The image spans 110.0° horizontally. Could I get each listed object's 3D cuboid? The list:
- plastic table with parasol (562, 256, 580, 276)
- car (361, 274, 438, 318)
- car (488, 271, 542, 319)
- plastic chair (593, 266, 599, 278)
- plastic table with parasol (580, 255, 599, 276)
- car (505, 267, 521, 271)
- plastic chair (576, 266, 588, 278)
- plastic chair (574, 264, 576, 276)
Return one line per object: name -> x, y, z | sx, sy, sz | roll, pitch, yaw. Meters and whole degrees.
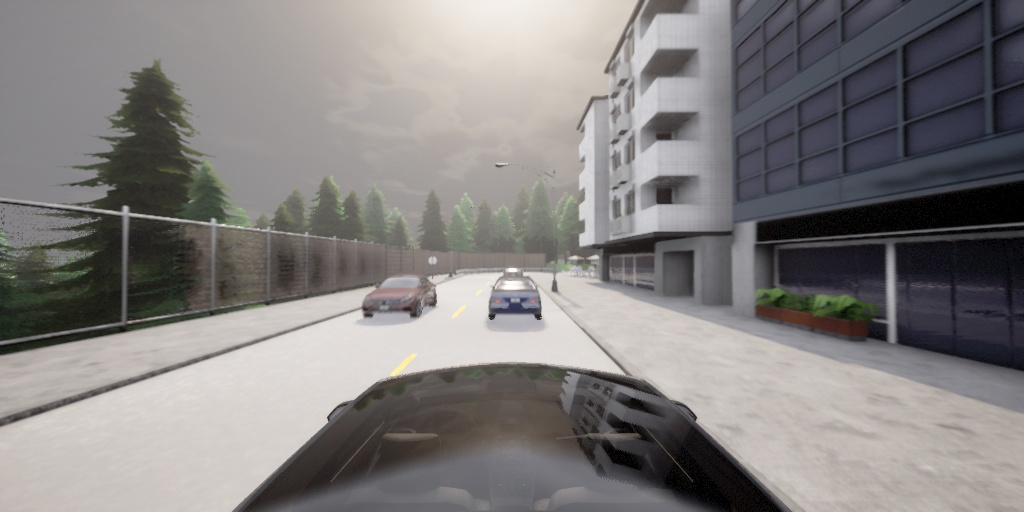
plastic table with parasol -> 7.789, 1.210, 43.913 | 2.482, 2.480, 2.482 | 0, 0, 0
car -> -4.097, 1.430, 13.820 | 1.812, 1.442, 4.674 | 0, -1, 0
car -> 0.102, 1.448, 13.597 | 2.033, 1.411, 5.357 | 0, -1, 0
plastic chair -> 9.261, 1.741, 38.174 | 0.750, 1.272, 0.730 | 0, 0, 10
plastic table with parasol -> 9.250, 1.155, 39.604 | 2.482, 2.480, 2.482 | 0, 0, 0
car -> 0.106, 1.691, 32.742 | 2.033, 1.411, 5.357 | 0, -1, 0
plastic chair -> 7.770, 1.762, 39.793 | 0.730, 1.272, 0.750 | 0, 0, 10
plastic chair -> 8.009, 1.796, 42.503 | 0.750, 1.272, 0.730 | 0, 0, 10
